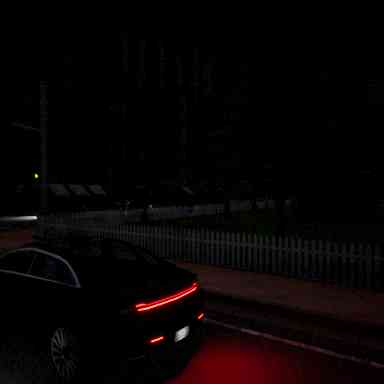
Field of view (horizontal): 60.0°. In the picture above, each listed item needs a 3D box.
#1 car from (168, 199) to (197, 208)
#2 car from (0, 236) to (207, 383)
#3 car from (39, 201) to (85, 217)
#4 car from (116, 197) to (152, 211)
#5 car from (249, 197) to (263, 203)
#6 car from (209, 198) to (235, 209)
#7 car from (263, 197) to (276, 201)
[{"bbox_3d":[-1.357,1.600,48.083,1.895,1.301,4.718,0,0,34],"label":"car"},{"bbox_3d":[-2.084,1.491,5.429,4.902,1.511,2.128,0,0,36],"label":"car"},{"bbox_3d":[-12.336,1.563,31.841,1.994,1.385,4.181,0,0,34],"label":"car"},{"bbox_3d":[-6.918,1.351,39.863,2.097,1.767,4.553,0,0,34],"label":"car"},{"bbox_3d":[12.378,1.600,61.847,1.895,1.301,4.718,0,0,34],"label":"car"},{"bbox_3d":[4.166,1.547,43.419,2.033,1.411,5.357,0,0,34],"label":"car"},{"bbox_3d":[15.256,1.547,59.860,2.033,1.411,5.357,0,0,34],"label":"car"}]
